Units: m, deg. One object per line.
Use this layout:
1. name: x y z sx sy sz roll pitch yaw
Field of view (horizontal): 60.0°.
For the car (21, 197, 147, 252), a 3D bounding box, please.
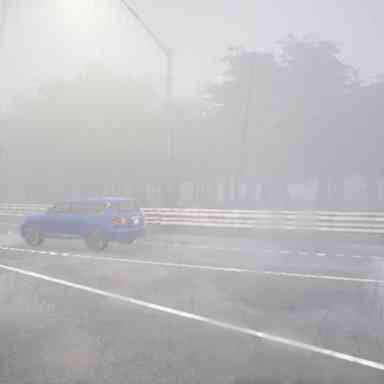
1. car: -4.594 1.240 14.020 5.566 2.045 2.150 0 0 24
